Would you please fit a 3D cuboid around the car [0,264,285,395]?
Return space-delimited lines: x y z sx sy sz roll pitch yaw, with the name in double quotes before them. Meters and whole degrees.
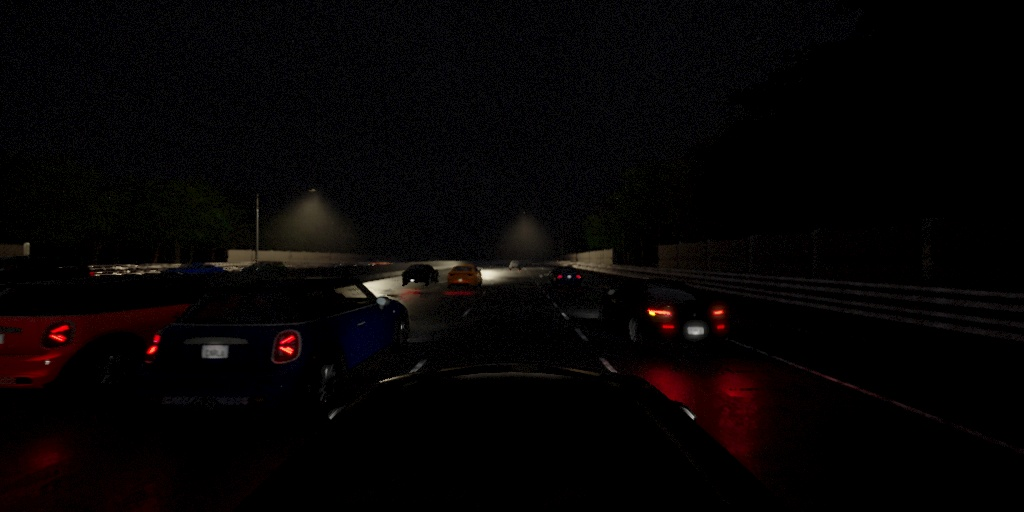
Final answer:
"car" -6.869 1.137 6.887 2.097 1.767 4.553 0 0 0

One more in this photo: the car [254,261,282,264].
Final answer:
"car" -24.323 1.253 35.191 2.097 1.767 4.553 0 0 1

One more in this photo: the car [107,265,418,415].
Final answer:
"car" -3.373 1.133 6.230 2.097 1.767 4.553 0 0 1

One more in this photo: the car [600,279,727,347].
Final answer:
"car" 3.654 1.327 9.381 1.812 1.442 4.674 0 0 0

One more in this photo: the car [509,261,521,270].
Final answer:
"car" 0.494 1.564 60.500 1.812 1.442 4.674 0 0 1

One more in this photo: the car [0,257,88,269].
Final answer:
"car" -21.001 1.051 14.783 2.150 2.045 5.566 0 0 0

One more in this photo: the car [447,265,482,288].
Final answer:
"car" -3.211 1.353 24.901 1.882 1.535 5.008 0 0 1

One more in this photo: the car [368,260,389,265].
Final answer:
"car" -20.627 1.341 55.580 2.097 1.767 4.553 0 0 1

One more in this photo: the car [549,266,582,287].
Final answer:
"car" 3.798 1.428 26.161 2.033 1.411 5.357 0 0 0

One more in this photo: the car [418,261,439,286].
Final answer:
"car" -6.699 1.386 26.580 1.837 1.490 4.892 0 0 0
